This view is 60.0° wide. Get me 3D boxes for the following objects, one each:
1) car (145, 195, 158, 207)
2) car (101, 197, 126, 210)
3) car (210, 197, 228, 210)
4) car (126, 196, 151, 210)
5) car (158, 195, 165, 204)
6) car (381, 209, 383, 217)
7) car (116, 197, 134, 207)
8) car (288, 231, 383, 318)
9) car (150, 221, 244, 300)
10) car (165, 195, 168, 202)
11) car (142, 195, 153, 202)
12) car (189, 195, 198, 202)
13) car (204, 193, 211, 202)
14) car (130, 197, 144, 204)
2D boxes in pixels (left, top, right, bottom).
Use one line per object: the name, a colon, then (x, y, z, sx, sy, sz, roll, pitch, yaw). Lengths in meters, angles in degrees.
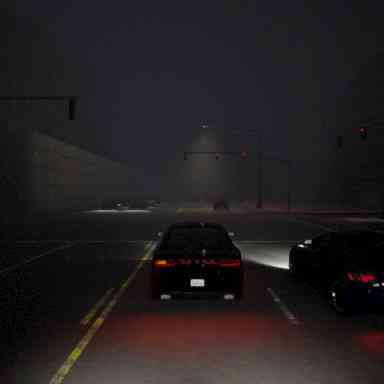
car: (-6.853, 1.526, 52.034, 1.812, 1.442, 4.674, 0, 0, 0)
car: (-10.405, 1.564, 43.237, 1.994, 1.385, 4.181, 0, 0, 0)
car: (3.732, 1.525, 43.898, 1.812, 1.442, 4.674, 0, 0, 1)
car: (-6.904, 1.564, 43.277, 1.994, 1.385, 4.181, 0, 0, 0)
car: (-6.785, 1.503, 62.653, 1.837, 1.490, 4.892, 0, 0, 1)
car: (18.046, 1.352, 27.121, 4.553, 1.767, 2.097, 0, 0, 0)
car: (-10.355, 1.526, 51.990, 1.812, 1.442, 4.674, 0, 0, 0)
car: (3.606, 1.564, 7.462, 1.994, 1.385, 4.181, 0, 0, 0)
car: (0.106, 1.478, 8.443, 1.882, 1.535, 5.008, 0, 0, 0)
car: (-6.664, 1.478, 76.872, 1.837, 1.490, 4.892, 0, 0, 0)
car: (-10.168, 1.457, 76.055, 1.882, 1.535, 5.008, 0, 0, 0)
car: (0.319, 1.515, 73.040, 1.812, 1.442, 4.674, 0, 0, 0)
car: (3.844, 1.524, 78.858, 1.812, 1.442, 4.674, 0, 0, 0)
car: (-10.288, 1.564, 62.274, 1.994, 1.385, 4.181, 0, 0, 1)
